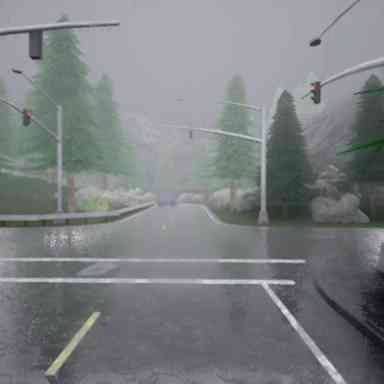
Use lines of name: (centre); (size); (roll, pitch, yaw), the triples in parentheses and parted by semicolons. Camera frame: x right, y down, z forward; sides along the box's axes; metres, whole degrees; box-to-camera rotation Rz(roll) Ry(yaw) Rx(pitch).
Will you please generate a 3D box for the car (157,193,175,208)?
car: (-3.551, 1.149, 46.927); (2.150, 2.045, 5.566); (0, 0, 2)
